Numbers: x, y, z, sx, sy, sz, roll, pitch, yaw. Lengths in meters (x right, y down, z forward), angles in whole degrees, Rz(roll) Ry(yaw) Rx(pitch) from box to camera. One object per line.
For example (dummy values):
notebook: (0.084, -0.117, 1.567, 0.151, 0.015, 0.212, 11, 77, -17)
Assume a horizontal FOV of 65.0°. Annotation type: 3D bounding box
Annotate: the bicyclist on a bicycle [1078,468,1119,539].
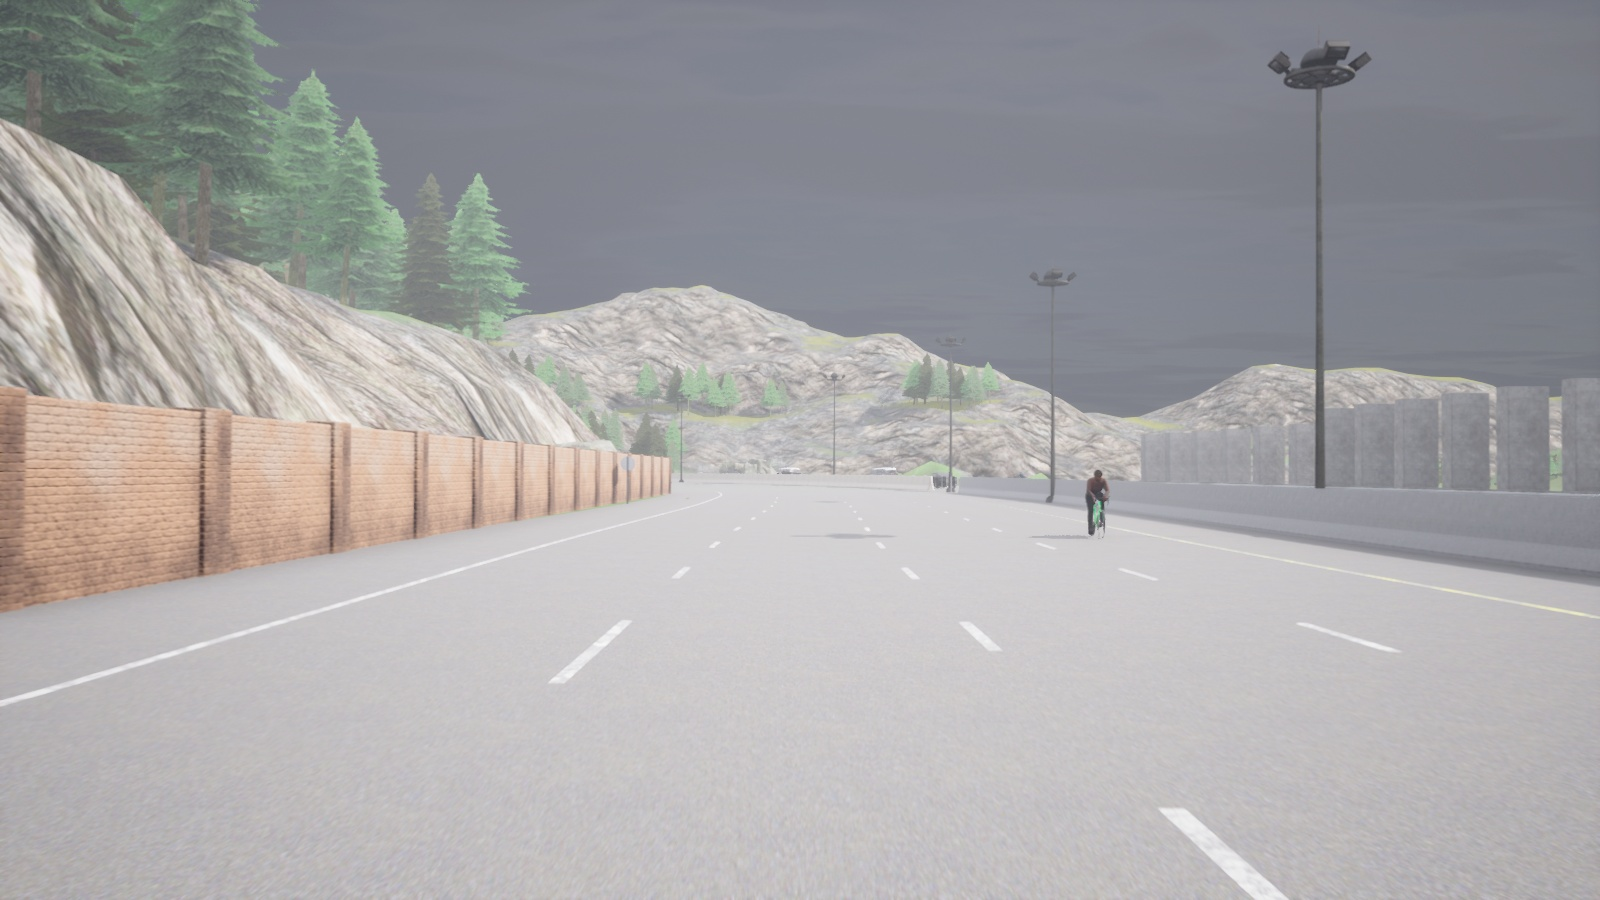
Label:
bicyclist on a bicycle: (7.008, 1.234, 29.569, 0.582, 1.620, 1.656, 0, -1, 1)
